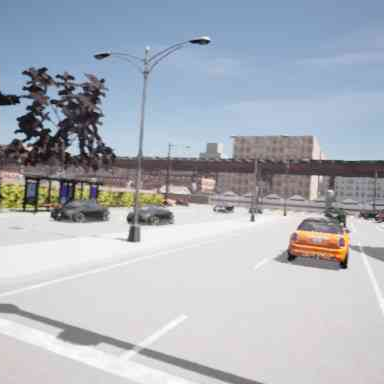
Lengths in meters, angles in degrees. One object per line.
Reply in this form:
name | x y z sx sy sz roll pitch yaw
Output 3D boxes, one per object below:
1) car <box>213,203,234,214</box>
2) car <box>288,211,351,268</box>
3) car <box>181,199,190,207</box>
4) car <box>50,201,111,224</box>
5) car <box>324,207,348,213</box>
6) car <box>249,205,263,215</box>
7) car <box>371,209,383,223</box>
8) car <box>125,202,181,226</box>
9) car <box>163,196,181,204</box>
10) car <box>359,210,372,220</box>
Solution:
car | 4.599 2.287 47.715 2.128 1.511 4.902 4 -1 27
car | 5.378 1.857 13.840 2.097 1.767 4.553 4 -1 25
car | -2.565 2.004 64.723 4.674 1.442 1.812 4 -1 25
car | -7.338 1.288 22.317 1.994 1.385 4.181 4 -1 25
car | 15.382 2.629 35.647 2.150 2.045 5.566 4 -1 25
car | 10.211 2.795 52.931 1.994 1.385 4.181 4 -1 10
car | 29.776 3.883 49.552 4.553 1.767 2.097 4 -1 25
car | -2.871 1.605 23.674 1.994 1.385 4.181 4 0 25
car | -5.157 1.624 62.076 4.553 1.767 2.097 4 -1 25
car | 33.111 4.083 59.689 5.566 2.045 2.150 3 -1 25
